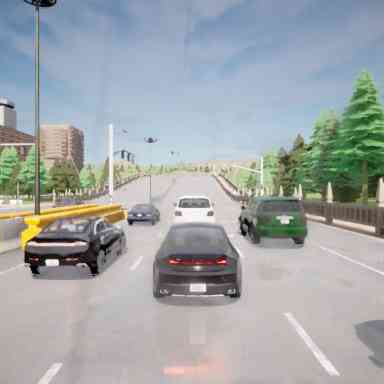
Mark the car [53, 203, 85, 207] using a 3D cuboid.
[{"bbox_3d":[-10.478,1.207,28.456,1.994,1.385,4.181,0,0,0],"label":"car"}]

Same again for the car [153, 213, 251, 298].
[{"bbox_3d":[0.109,1.505,8.512,1.837,1.490,4.892,0,0,0],"label":"car"}]

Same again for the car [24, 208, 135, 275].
[{"bbox_3d":[-3.390,1.492,10.477,2.128,1.511,4.902,0,0,0],"label":"car"}]

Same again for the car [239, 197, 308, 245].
[{"bbox_3d":[3.611,1.224,15.618,2.150,2.045,5.566,0,0,0],"label":"car"}]

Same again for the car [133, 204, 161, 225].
[{"bbox_3d":[-3.385,1.547,23.975,2.033,1.411,5.357,0,0,0],"label":"car"}]

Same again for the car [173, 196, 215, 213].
[{"bbox_3d":[0.115,1.221,18.808,2.150,2.045,5.566,0,0,0],"label":"car"}]
